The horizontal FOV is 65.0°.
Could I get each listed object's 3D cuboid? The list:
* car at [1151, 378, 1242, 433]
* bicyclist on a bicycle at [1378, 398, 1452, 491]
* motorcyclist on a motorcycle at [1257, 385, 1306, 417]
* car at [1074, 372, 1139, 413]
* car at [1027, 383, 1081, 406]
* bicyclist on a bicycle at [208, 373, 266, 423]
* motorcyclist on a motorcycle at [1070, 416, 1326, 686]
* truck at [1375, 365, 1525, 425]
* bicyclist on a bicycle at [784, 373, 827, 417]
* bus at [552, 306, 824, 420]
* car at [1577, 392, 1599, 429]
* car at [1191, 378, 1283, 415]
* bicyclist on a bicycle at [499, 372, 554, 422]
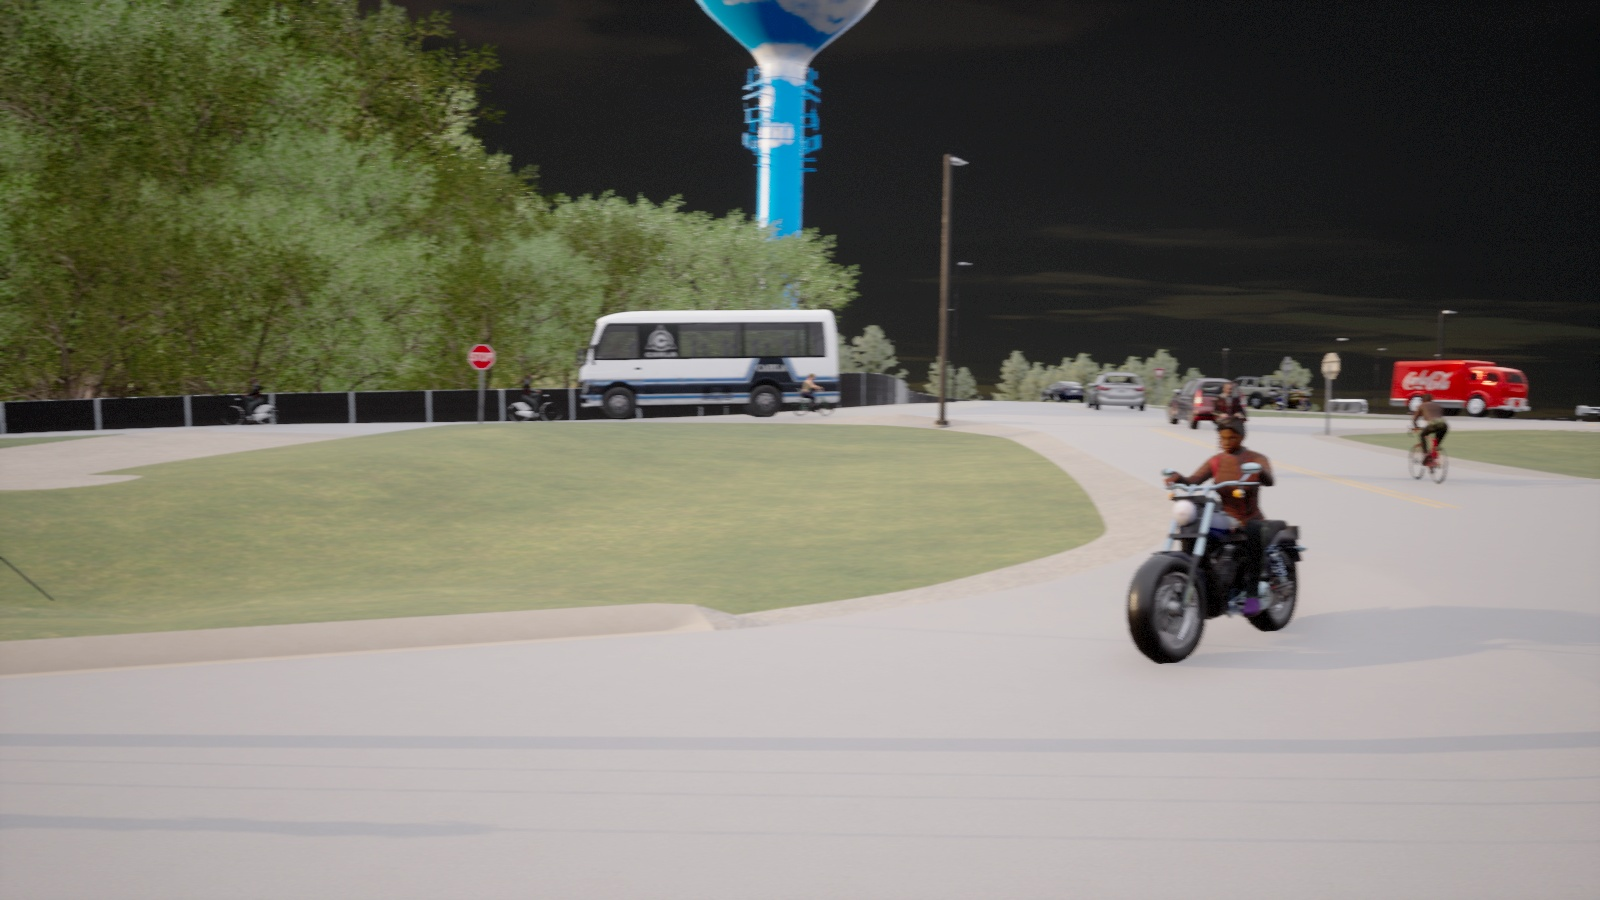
[{"bbox_3d":[12.990,-1.511,41.401,1.851,1.617,3.988,2,5,3],"label":"car"},{"bbox_3d":[11.303,-0.131,23.141,0.582,1.620,1.656,2,3,5],"label":"bicyclist on a bicycle"},{"bbox_3d":[24.345,-2.484,63.510,0.866,1.530,2.191,1,3,-29],"label":"motorcyclist on a motorcycle"},{"bbox_3d":[13.687,-2.612,56.326,2.242,1.667,4.611,2,4,7],"label":"car"},{"bbox_3d":[17.830,-3.928,88.389,2.163,1.488,4.792,1,3,-8],"label":"car"},{"bbox_3d":[-20.456,-1.902,45.662,1.843,1.776,0.659,-2,3,-29],"label":"bicyclist on a bicycle"},{"bbox_3d":[2.850,0.596,8.789,0.766,1.649,2.350,0,1,43],"label":"motorcyclist on a motorcycle"},{"bbox_3d":[28.708,-2.465,55.654,2.627,2.467,5.204,1,3,-28],"label":"truck"},{"bbox_3d":[0.206,-2.048,46.831,1.509,1.612,0.866,0,2,-8],"label":"bicyclist on a bicycle"},{"bbox_3d":[-4.458,-3.376,49.709,10.273,4.253,3.944,-1,1,-8],"label":"bus"},{"bbox_3d":[34.050,-1.579,51.323,1.882,1.535,5.008,3,3,7],"label":"car"},{"bbox_3d":[24.390,-3.011,70.258,1.932,1.855,4.605,1,3,-30],"label":"car"},{"bbox_3d":[-9.889,-1.931,45.442,1.843,1.776,0.659,-1,3,-8],"label":"bicyclist on a bicycle"}]
